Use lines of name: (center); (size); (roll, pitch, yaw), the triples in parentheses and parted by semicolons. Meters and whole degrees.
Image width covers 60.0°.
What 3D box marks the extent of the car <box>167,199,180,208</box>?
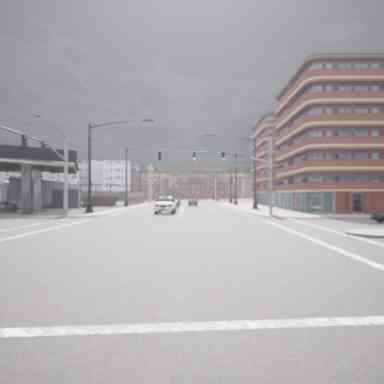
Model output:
car: (-3.256, 2.059, 60.122); (2.033, 1.411, 5.357); (0, 0, 0)

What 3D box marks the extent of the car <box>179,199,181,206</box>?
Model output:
car: (-3.217, 1.972, 49.809); (2.033, 1.411, 5.357); (0, 0, 0)

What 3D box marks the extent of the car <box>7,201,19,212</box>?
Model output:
car: (-24.040, 1.812, 41.814); (3.806, 1.475, 1.970); (0, 0, 1)

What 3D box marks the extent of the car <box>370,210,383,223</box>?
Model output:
car: (16.677, 1.728, 26.145); (4.892, 1.490, 1.837); (0, 0, 0)

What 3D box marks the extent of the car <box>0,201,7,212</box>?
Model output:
car: (-23.322, 1.603, 36.065); (4.611, 1.667, 2.242); (0, 0, 1)

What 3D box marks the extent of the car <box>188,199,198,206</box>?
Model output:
car: (0.192, 2.055, 66.178); (2.128, 1.511, 4.902); (0, 0, 0)

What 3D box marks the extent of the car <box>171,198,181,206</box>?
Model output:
car: (-3.345, 2.114, 70.451); (2.128, 1.511, 4.902); (0, 0, 0)

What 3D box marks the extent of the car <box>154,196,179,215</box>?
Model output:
car: (-3.128, 1.558, 39.516); (2.150, 2.045, 5.566); (0, 0, 2)
